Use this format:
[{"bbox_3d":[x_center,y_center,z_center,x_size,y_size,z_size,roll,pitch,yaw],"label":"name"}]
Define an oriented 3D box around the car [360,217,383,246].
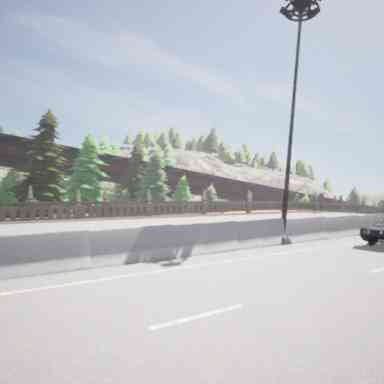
[{"bbox_3d":[9.702,1.780,15.106,4.718,1.301,1.895,1,0,-35],"label":"car"}]
